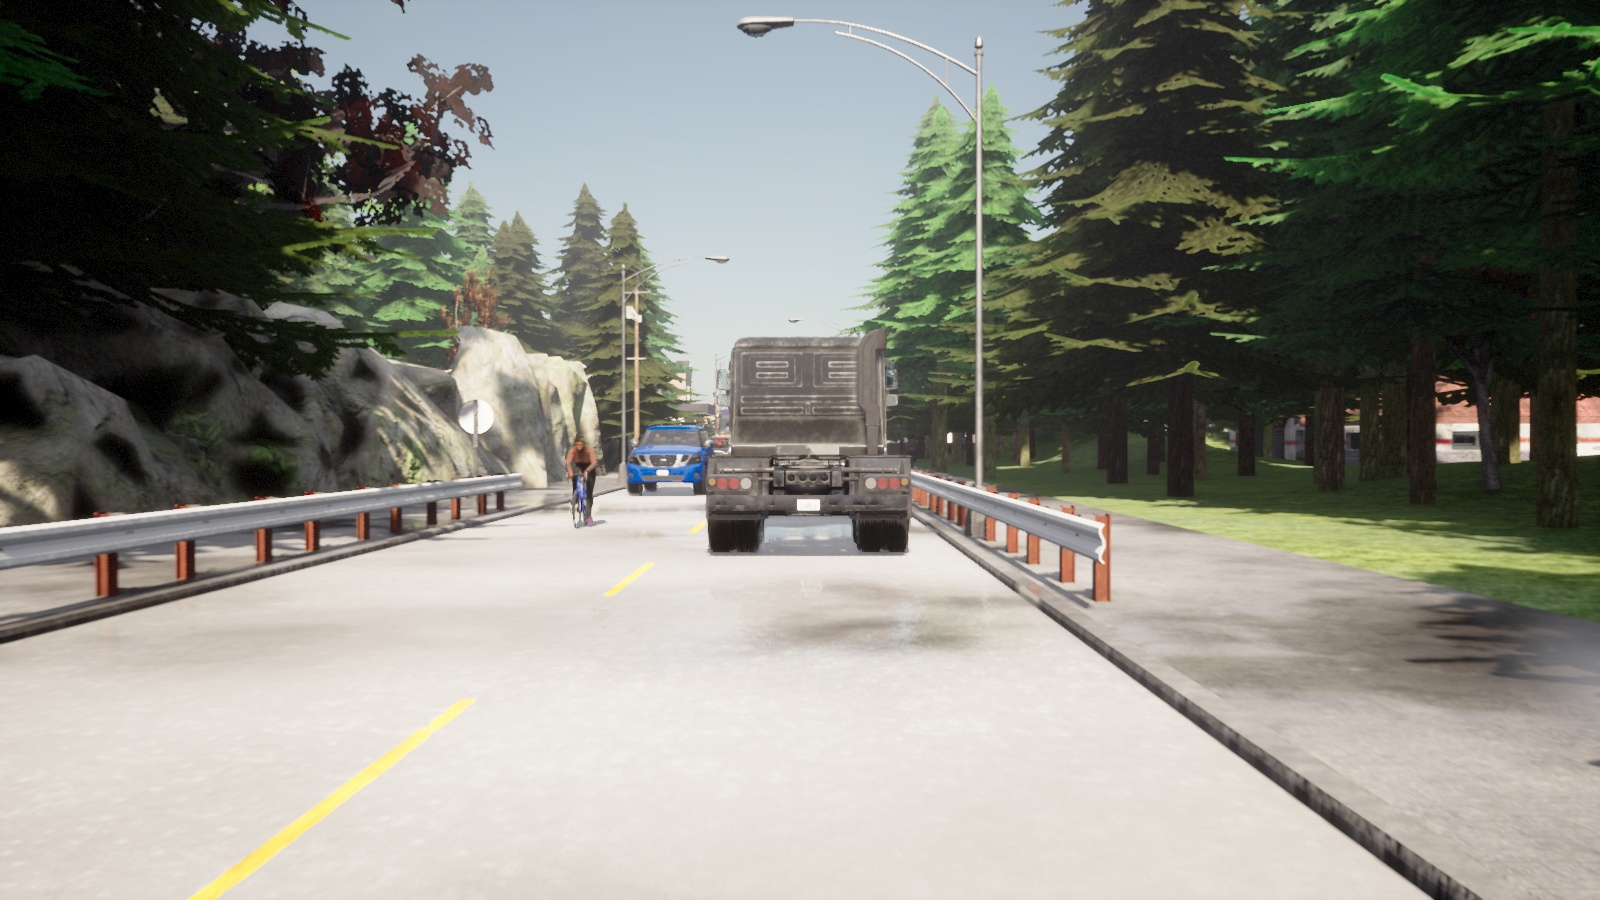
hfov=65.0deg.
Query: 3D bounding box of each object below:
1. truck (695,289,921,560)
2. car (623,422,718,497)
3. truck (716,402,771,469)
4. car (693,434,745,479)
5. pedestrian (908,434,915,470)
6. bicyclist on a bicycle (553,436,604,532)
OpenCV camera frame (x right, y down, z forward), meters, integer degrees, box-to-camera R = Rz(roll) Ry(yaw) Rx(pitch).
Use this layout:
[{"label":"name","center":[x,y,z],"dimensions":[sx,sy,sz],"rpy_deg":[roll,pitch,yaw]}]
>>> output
[{"label":"truck","center":[0.127,-0.348,20.037],"dimensions":[2.891,3.462,7.936],"rpy_deg":[0,0,0]},{"label":"car","center":[-3.741,0.253,37.190],"dimensions":[2.150,2.045,5.566],"rpy_deg":[0,0,1]},{"label":"truck","center":[-3.352,-0.850,76.212],"dimensions":[2.891,3.827,8.468],"rpy_deg":[0,0,1]},{"label":"car","center":[-3.553,0.240,55.838],"dimensions":[1.932,1.855,4.605],"rpy_deg":[0,2,1]},{"label":"pedestrian","center":[5.703,0.100,64.092],"dimensions":[0.328,1.805,0.869],"rpy_deg":[0,0,4]},{"label":"bicyclist on a bicycle","center":[-3.862,0.572,21.986],"dimensions":[0.582,1.620,1.656],"rpy_deg":[0,0,0]}]
